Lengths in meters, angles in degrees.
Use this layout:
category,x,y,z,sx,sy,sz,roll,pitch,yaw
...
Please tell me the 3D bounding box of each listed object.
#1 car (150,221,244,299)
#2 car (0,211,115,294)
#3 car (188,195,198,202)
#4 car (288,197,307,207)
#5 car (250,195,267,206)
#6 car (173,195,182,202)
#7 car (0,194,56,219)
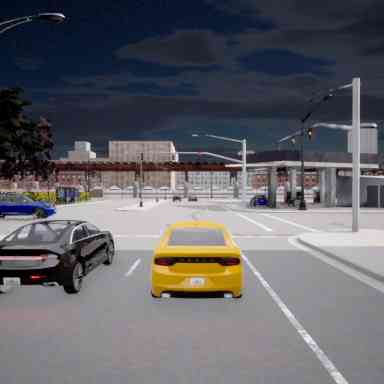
category,x,y,z,sx,sy,sz,roll,pitch,yaw
car,0.107,1.468,8.516,1.882,1.535,5.008,0,0,0
car,-3.392,1.474,8.735,2.128,1.511,4.902,0,0,0
car,0.218,1.446,73.484,1.994,1.385,4.181,0,0,0
car,15.603,1.426,49.526,1.970,1.475,3.806,0,0,1
car,9.856,1.253,48.780,2.242,1.667,4.611,0,0,1
car,-3.282,1.386,73.494,1.837,1.490,4.892,0,0,0
car,-13.837,1.157,26.472,5.566,2.045,2.150,0,0,-11
